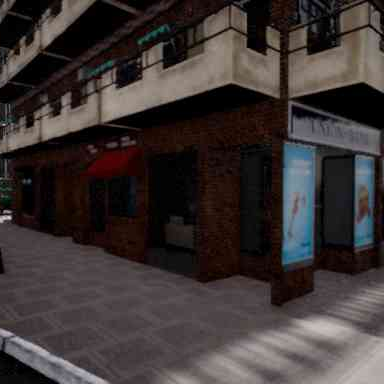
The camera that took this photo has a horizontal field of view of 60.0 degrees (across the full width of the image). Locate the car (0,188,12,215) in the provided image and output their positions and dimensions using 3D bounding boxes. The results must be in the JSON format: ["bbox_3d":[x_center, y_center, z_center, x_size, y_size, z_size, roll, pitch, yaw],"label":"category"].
[{"bbox_3d":[-13.824,0.716,26.308,5.566,2.045,2.150,-1,1,-42],"label":"car"}]
